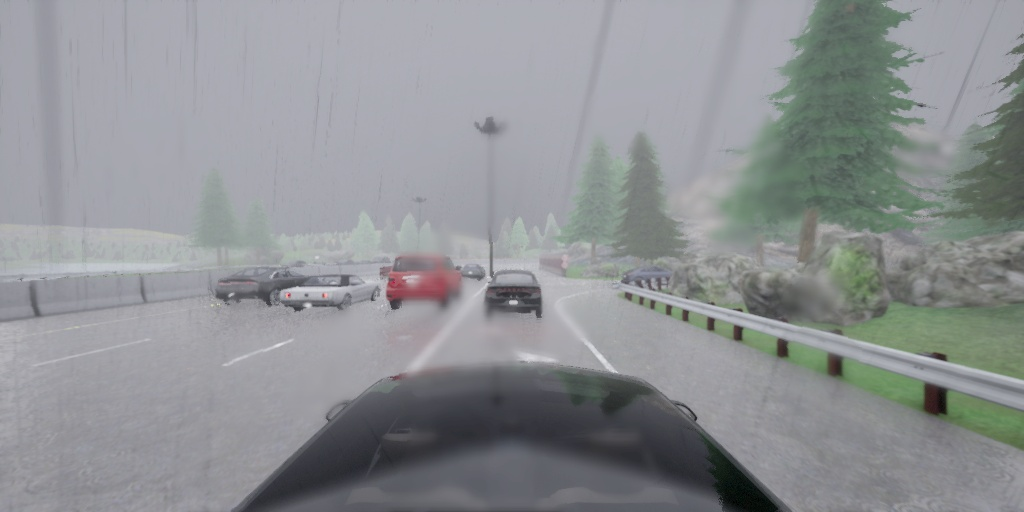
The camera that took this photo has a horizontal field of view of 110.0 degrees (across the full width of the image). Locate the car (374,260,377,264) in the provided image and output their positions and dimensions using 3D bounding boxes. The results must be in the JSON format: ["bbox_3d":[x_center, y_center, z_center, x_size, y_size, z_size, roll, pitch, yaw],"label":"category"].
[{"bbox_3d":[-10.468,1.292,32.751,1.882,1.535,5.008,0,0,0],"label":"car"}]

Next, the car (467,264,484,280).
[{"bbox_3d":[-3.467,1.376,31.859,1.994,1.385,4.181,0,0,0],"label":"car"}]

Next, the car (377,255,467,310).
[{"bbox_3d":[-3.423,0.999,14.985,2.150,2.045,5.566,0,0,0],"label":"car"}]

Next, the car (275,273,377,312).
[{"bbox_3d":[-6.923,1.377,14.380,1.895,1.301,4.718,0,0,0],"label":"car"}]

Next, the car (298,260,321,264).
[{"bbox_3d":[-28.188,1.454,51.672,1.895,1.301,4.718,0,0,0],"label":"car"}]

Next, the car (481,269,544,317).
[{"bbox_3d":[0.076,1.251,13.301,1.882,1.535,5.008,0,0,0],"label":"car"}]

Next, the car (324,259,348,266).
[{"bbox_3d":[-24.690,1.453,51.004,1.895,1.301,4.718,0,0,0],"label":"car"}]

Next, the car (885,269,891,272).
[{"bbox_3d":[32.671,1.277,28.749,5.008,1.535,1.882,0,0,-2],"label":"car"}]

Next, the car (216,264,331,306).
[{"bbox_3d":[-10.425,1.271,15.819,2.128,1.511,4.902,0,0,0],"label":"car"}]

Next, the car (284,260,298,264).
[{"bbox_3d":[-31.682,1.360,52.257,1.837,1.490,4.892,0,0,0],"label":"car"}]

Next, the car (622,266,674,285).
[{"bbox_3d":[9.705,1.356,24.514,4.181,1.385,1.994,0,0,-1],"label":"car"}]

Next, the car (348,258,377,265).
[{"bbox_3d":[-21.189,1.416,51.212,1.994,1.385,4.181,0,0,0],"label":"car"}]
